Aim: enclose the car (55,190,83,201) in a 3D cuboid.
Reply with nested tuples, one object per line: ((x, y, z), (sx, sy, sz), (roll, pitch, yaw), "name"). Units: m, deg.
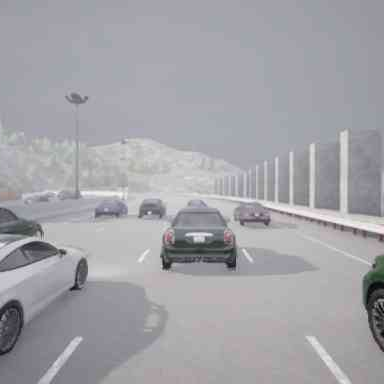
((-17.747, 0.783, 48.763), (2.150, 2.045, 5.566), (0, 1, -2), "car")

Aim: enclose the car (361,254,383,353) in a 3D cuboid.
((3.601, 1.208, 2.688), (2.150, 2.045, 5.566), (0, 1, 2), "car")

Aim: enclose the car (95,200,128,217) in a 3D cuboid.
((-6.658, 1.320, 27.795), (1.994, 1.385, 4.181), (0, 0, 0), "car")

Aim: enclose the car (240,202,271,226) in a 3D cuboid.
((3.831, 1.370, 21.978), (2.033, 1.411, 5.357), (0, 1, 1), "car")

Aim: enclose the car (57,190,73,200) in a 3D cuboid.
((-27.377, 0.544, 71.884), (2.150, 2.045, 5.566), (0, 0, -11), "car")

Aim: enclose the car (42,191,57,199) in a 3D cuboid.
((-31.157, 0.636, 72.943), (1.882, 1.535, 5.008), (0, 0, -11), "car")

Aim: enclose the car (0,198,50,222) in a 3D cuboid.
((-6.783, 1.248, 10.943), (2.097, 1.767, 4.553), (0, 0, 1), "car")

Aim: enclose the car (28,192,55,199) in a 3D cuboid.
((-21.140, 1.075, 45.466), (2.128, 1.511, 4.902), (0, 1, -2), "car")

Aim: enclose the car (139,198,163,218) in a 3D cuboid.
((-3.155, 1.273, 27.174), (1.837, 1.490, 4.892), (0, 1, 0), "car")

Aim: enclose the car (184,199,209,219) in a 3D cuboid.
((0.341, 1.333, 27.724), (1.994, 1.385, 4.181), (0, 0, 0), "car")

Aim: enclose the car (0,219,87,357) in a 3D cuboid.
((-3.356, 1.470, 5.816), (1.812, 1.442, 4.674), (0, 1, 1), "car")

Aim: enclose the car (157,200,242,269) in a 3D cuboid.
((0.219, 1.259, 10.976), (2.097, 1.767, 4.553), (0, 0, 1), "car")
